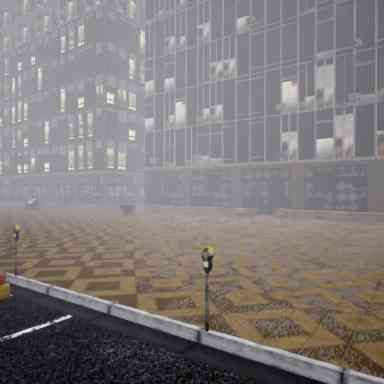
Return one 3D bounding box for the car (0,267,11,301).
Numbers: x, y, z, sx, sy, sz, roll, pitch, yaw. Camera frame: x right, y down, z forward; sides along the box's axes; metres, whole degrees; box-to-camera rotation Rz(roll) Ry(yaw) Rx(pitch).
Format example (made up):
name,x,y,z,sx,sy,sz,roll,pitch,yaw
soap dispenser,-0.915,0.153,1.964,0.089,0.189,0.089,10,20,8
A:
name,x,y,z,sx,sy,sz,roll,pitch,yaw
car,-5.589,1.526,6.827,4.829,1.417,1.752,0,0,35
